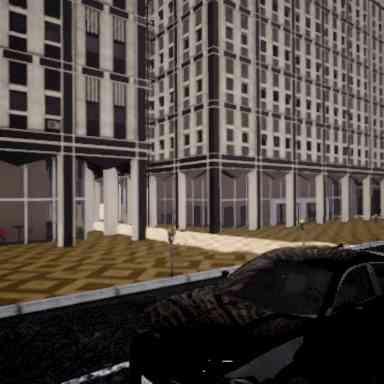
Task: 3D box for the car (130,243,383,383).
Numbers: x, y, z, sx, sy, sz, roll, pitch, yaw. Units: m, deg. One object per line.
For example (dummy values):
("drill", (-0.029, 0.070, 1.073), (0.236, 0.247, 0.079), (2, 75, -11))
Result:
("car", (1.599, 1.540, 4.550), (5.008, 1.535, 1.882), (1, -1, -37))
